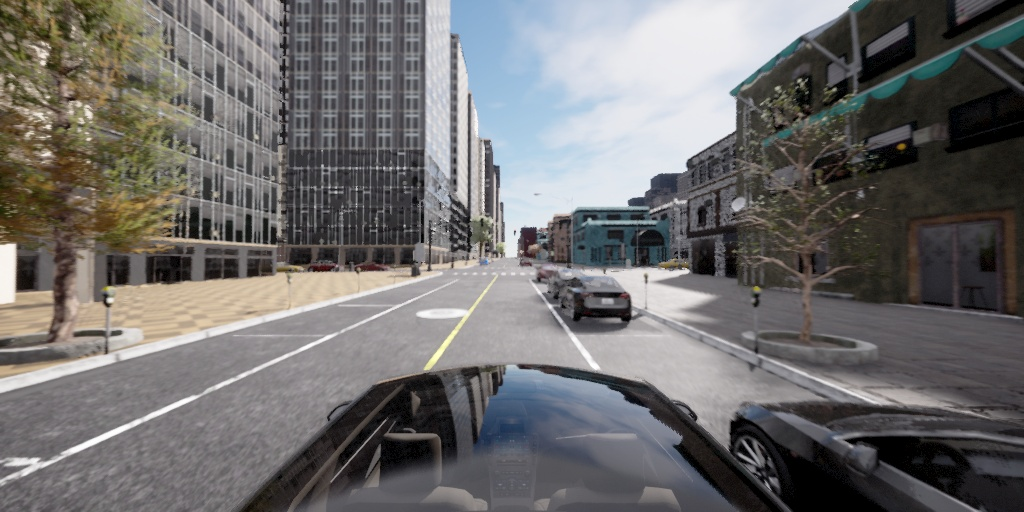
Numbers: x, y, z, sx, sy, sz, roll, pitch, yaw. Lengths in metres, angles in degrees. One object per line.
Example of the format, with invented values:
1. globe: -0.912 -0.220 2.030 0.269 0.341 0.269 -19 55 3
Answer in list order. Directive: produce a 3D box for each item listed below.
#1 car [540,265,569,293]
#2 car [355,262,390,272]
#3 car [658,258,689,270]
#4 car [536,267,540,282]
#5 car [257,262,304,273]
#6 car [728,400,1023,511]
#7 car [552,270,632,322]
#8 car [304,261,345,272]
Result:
1. car: 2.691 1.301 17.684 2.007 1.370 4.403 0 0 0
2. car: -17.422 1.406 44.758 4.207 1.307 1.802 0 0 1
3. car: 20.687 0.988 44.395 4.829 1.417 1.751 0 0 1
4. car: 2.814 1.332 28.636 1.802 1.307 4.207 0 0 0
5. car: -28.618 1.458 44.865 4.829 1.417 1.751 0 0 1
6. car: 2.692 1.316 1.251 1.948 1.339 4.313 0 0 0
7. car: 2.691 1.316 12.206 1.948 1.339 4.313 0 0 0
8. car: -23.105 1.318 44.812 4.097 1.591 1.967 0 0 1
